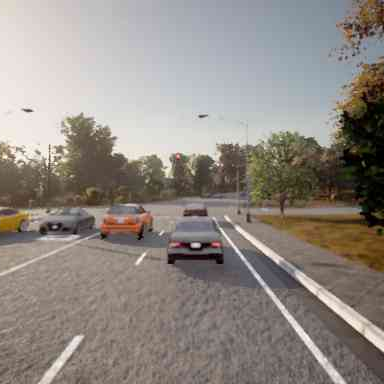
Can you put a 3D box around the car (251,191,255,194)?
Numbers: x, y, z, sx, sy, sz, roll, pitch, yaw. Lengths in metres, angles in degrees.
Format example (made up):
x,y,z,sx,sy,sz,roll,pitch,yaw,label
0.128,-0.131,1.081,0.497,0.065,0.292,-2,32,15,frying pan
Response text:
x,y,z,sx,sy,sz,roll,pitch,yaw,label
17.717,0.470,90.760,1.895,1.301,4.718,0,3,33,car

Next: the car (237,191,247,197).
x,y,z,sx,sy,sz,roll,pitch,yaw,label
14.175,0.469,91.679,2.128,1.511,4.902,0,3,33,car

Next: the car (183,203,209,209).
x,y,z,sx,sy,sz,roll,pitch,yaw,label
0.299,1.574,25.479,1.882,1.535,5.008,0,0,2,car

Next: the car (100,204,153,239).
x,y,z,sx,sy,sz,roll,pitch,yaw,label
-3.353,1.408,17.898,2.097,1.767,4.553,0,0,0,car

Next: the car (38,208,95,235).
x,y,z,sx,sy,sz,roll,pitch,yaw,label
-7.015,1.626,19.035,1.994,1.385,4.181,0,0,1,car

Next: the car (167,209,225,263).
x,y,z,sx,sy,sz,roll,pitch,yaw,label
0.111,1.577,12.021,2.033,1.411,5.357,0,0,0,car

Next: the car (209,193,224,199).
x,y,z,sx,sy,sz,roll,pitch,yaw,label
6.641,1.035,85.312,1.994,1.385,4.181,0,3,26,car

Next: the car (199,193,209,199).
x,y,z,sx,sy,sz,roll,pitch,yaw,label
3.676,1.012,87.213,2.033,1.411,5.357,0,3,26,car

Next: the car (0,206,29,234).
x,y,z,sx,sy,sz,roll,pitch,yaw,label
-10.536,1.532,17.520,1.882,1.535,5.008,0,0,1,car
